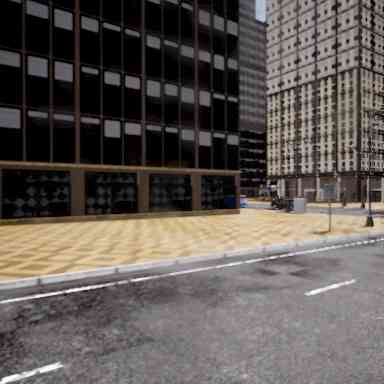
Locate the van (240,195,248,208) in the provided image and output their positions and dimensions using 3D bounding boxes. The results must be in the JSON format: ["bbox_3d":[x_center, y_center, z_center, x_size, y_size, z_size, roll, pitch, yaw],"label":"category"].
[{"bbox_3d":[5.918,1.318,45.503,1.690,1.788,3.998,0,0,-34],"label":"van"}]

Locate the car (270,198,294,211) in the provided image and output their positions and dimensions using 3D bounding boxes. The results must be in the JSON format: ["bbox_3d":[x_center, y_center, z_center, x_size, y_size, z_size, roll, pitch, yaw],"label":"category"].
[{"bbox_3d":[11.924,1.501,41.253,1.837,1.490,4.892,0,1,-34],"label":"car"}]

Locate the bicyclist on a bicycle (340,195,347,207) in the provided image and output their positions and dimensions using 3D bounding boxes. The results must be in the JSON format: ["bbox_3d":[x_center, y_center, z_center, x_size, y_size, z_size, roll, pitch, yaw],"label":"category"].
[{"bbox_3d":[20.308,1.265,44.448,1.656,1.620,0.582,-1,1,-34],"label":"bicyclist on a bicycle"}]
